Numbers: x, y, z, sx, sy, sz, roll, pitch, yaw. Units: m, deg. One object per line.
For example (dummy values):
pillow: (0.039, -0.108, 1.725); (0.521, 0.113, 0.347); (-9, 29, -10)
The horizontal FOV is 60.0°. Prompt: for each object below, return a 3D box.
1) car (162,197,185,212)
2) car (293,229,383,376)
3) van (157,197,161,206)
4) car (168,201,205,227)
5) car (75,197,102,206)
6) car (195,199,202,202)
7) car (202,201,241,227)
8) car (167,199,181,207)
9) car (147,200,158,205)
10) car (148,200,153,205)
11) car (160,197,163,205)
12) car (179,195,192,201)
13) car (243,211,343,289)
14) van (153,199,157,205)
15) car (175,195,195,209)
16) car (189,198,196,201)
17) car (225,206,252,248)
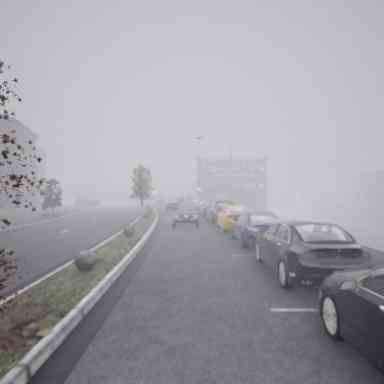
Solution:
car: (-2.383, 1.685, 41.578); (1.837, 1.490, 4.892); (0, 0, -8)
car: (2.997, 1.480, 3.597); (2.231, 1.521, 4.892); (0, 0, 0)
van: (-6.120, 2.078, 75.113); (1.878, 1.987, 4.442); (0, -2, -14)
car: (-0.532, 1.628, 23.750); (2.033, 1.411, 5.357); (0, 0, -4)
car: (-22.076, 2.029, 70.922); (5.566, 2.045, 2.435); (0, -2, -15)
car: (1.802, 1.632, 31.427); (2.163, 1.488, 4.792); (0, 0, -5)
car: (2.298, 1.446, 25.722); (2.185, 1.767, 4.553); (0, 0, -4)
car: (-3.468, 2.039, 64.213); (2.002, 1.452, 4.674); (0, -1, -12)
car: (-10.843, 2.875, 90.893); (2.097, 1.535, 5.008); (0, -2, -18)
car: (-9.159, 2.712, 85.667); (2.163, 1.488, 4.792); (0, -2, -16)
car: (-4.737, 2.178, 69.607); (2.002, 1.452, 4.674); (0, -2, -14)
car: (-0.308, 1.590, 47.868); (2.185, 1.767, 4.553); (0, -1, -9)
car: (2.989, 1.487, 9.117); (2.231, 1.521, 4.892); (0, 0, 0)
van: (-7.604, 2.261, 80.446); (1.878, 1.987, 4.442); (0, -2, -15)
car: (-1.246, 1.537, 53.400); (2.435, 2.045, 5.566); (0, -1, -10)
car: (1.220, 1.673, 36.916); (2.002, 1.452, 4.674); (0, 0, -6)
car: (2.877, 1.551, 14.664); (2.002, 1.452, 4.674); (0, 0, -1)
